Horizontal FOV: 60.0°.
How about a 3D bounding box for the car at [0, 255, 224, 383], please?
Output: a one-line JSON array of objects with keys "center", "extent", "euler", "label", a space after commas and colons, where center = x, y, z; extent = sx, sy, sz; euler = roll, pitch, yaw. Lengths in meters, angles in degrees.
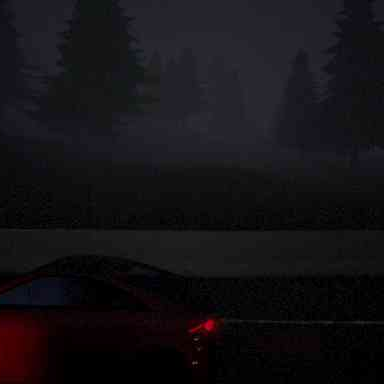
[{"center": [-1.689, 1.579, 4.345], "extent": [4.181, 1.385, 1.994], "euler": [0, 0, 3], "label": "car"}]
